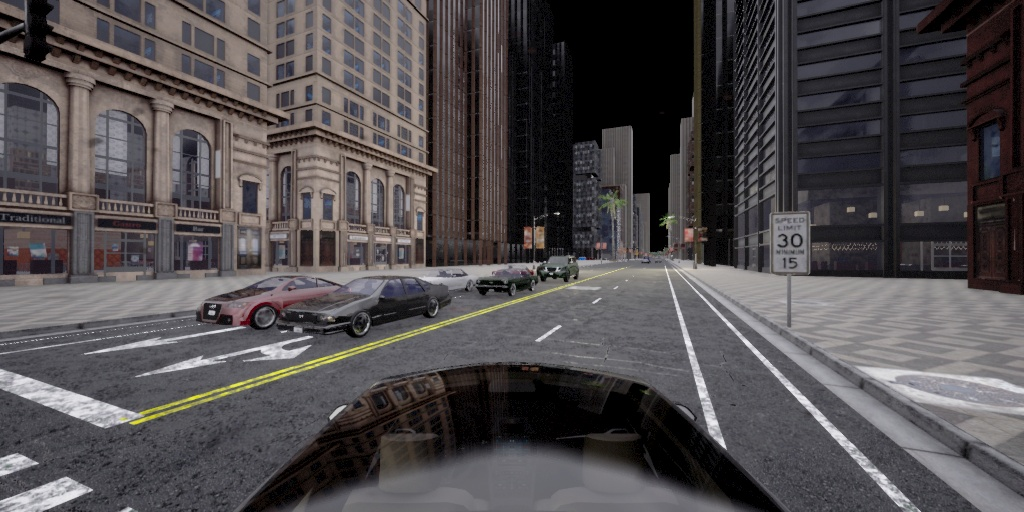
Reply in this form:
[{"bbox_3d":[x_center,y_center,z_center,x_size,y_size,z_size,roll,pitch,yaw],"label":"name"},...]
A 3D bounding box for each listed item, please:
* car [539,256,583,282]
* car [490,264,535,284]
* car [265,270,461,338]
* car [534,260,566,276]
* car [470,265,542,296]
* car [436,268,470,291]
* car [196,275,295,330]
[{"bbox_3d":[3.990,0.987,29.349,2.150,2.045,5.566,0,0,23],"label":"car"},{"bbox_3d":[0.118,1.364,28.530,1.895,1.301,4.718,0,0,23],"label":"car"},{"bbox_3d":[-3.861,1.299,10.644,2.033,1.411,5.357,0,0,23],"label":"car"},{"bbox_3d":[4.101,1.251,37.927,1.882,1.535,5.008,0,0,23],"label":"car"},{"bbox_3d":[-0.151,1.358,19.486,1.895,1.301,4.718,0,0,23],"label":"car"},{"bbox_3d":[-3.736,1.357,19.345,1.895,1.301,4.718,0,0,23],"label":"car"},{"bbox_3d":[-7.121,1.315,11.264,1.994,1.385,4.181,0,0,23],"label":"car"}]
